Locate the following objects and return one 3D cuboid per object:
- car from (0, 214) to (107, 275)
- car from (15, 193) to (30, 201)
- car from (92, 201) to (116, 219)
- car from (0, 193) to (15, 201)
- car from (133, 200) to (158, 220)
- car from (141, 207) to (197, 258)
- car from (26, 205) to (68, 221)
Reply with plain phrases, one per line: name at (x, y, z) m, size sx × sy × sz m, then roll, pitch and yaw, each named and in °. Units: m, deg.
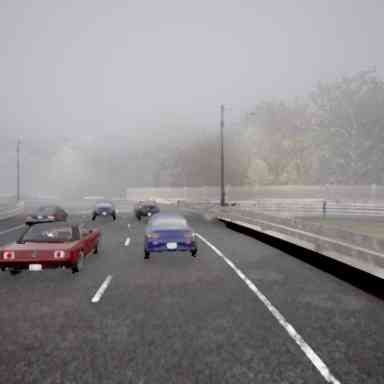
car at (-4.153, 1.610, 10.581) m, size 1.895 × 1.301 × 4.718 m, roll 0°, pitch 0°, yaw -6°
car at (-44.231, 1.196, 84.527) m, size 5.566 × 2.045 × 2.150 m, roll 0°, pitch 0°, yaw 37°
car at (-7.566, 1.534, 28.624) m, size 1.812 × 1.442 × 4.674 m, roll 0°, pitch 0°, yaw -15°
car at (-46.407, 1.461, 81.788) m, size 5.008 × 1.535 × 1.882 m, roll 0°, pitch 0°, yaw 37°
car at (-3.915, 1.498, 28.494) m, size 1.837 × 1.490 × 4.892 m, roll 0°, pitch 0°, yaw -15°
car at (-0.908, 1.519, 12.780) m, size 1.812 × 1.442 × 4.674 m, roll 0°, pitch 0°, yaw -7°
car at (-9.632, 1.569, 22.374) m, size 2.033 × 1.411 × 5.357 m, roll 0°, pitch 0°, yaw -12°
